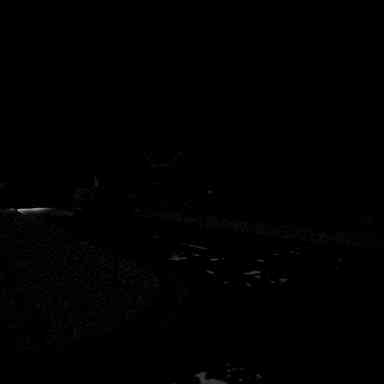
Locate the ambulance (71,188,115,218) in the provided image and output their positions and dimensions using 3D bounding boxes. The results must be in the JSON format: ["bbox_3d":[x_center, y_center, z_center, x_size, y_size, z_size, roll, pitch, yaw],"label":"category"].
[{"bbox_3d":[-8.877,0.873,29.320,2.351,2.431,6.366,-2,2,-34],"label":"ambulance"}]

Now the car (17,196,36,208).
[{"bbox_3d":[-22.032,1.326,44.166,1.837,1.490,4.892,-2,2,-34],"label":"car"}]
